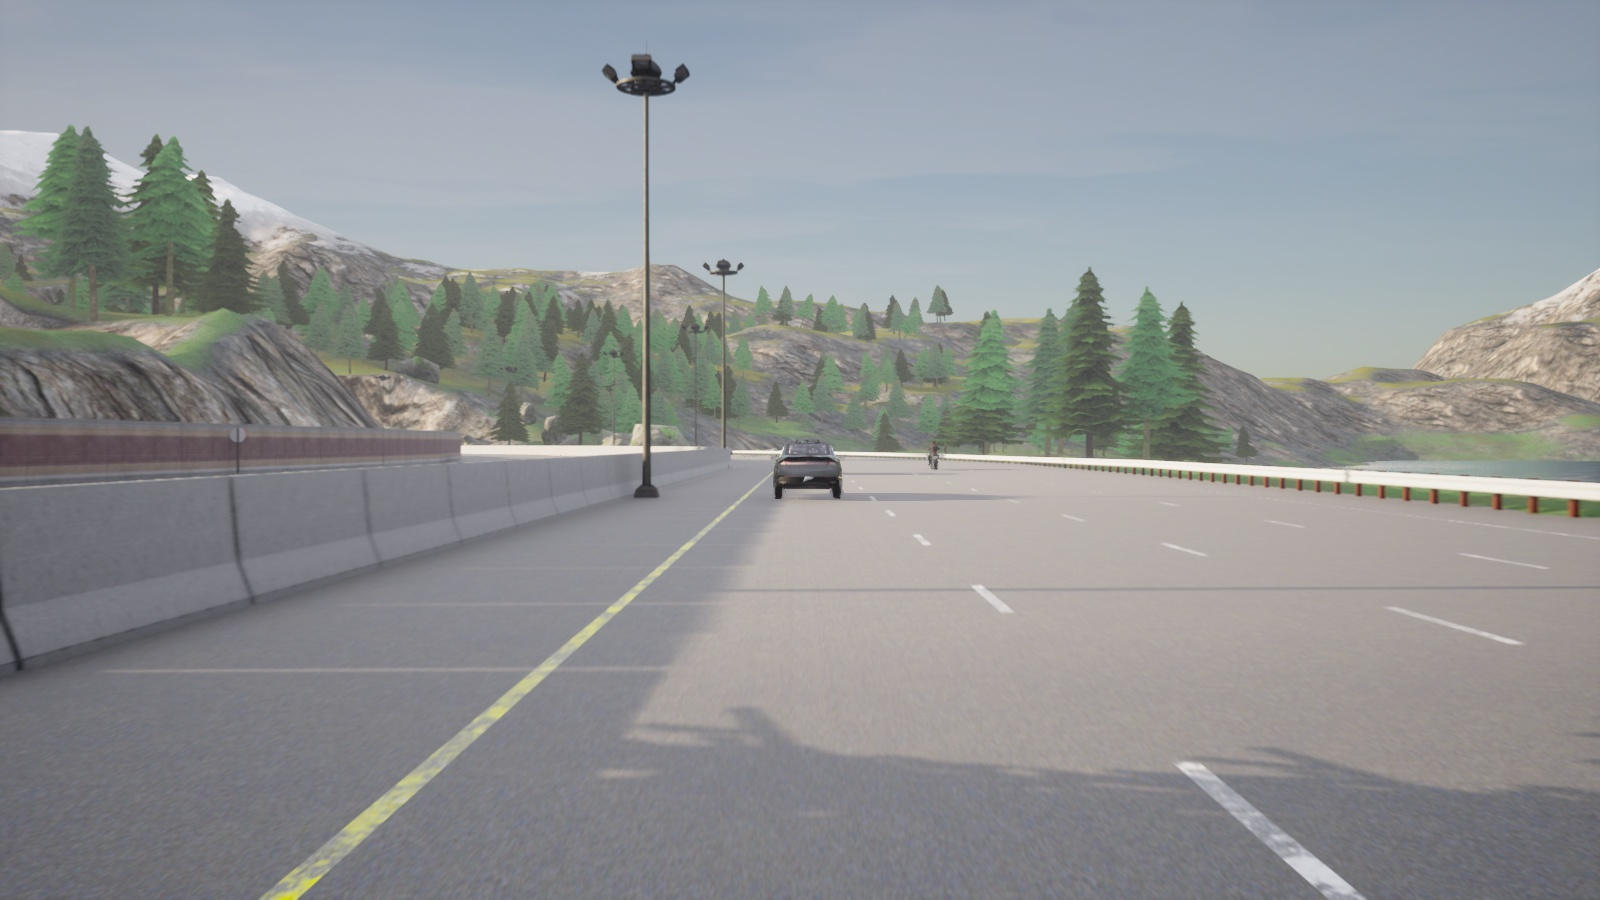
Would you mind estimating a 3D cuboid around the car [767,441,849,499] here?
[{"bbox_3d":[0.218,0.506,35.262,2.128,1.511,4.902,0,0,0],"label":"car"}]

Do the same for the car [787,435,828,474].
[{"bbox_3d":[0.371,0.218,61.954,1.932,1.855,4.605,0,0,0],"label":"car"}]
